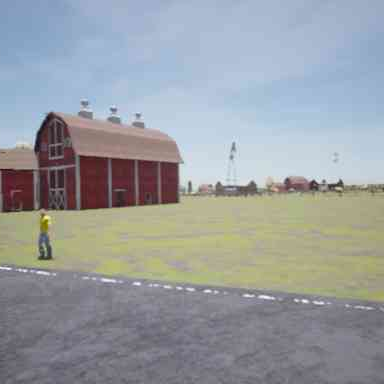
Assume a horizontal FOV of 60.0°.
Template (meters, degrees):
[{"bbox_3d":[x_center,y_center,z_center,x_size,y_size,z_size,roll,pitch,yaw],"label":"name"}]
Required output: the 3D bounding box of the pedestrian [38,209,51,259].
[{"bbox_3d":[-5.312,1.486,11.983,0.375,1.860,0.375,-1,1,27],"label":"pedestrian"}]
